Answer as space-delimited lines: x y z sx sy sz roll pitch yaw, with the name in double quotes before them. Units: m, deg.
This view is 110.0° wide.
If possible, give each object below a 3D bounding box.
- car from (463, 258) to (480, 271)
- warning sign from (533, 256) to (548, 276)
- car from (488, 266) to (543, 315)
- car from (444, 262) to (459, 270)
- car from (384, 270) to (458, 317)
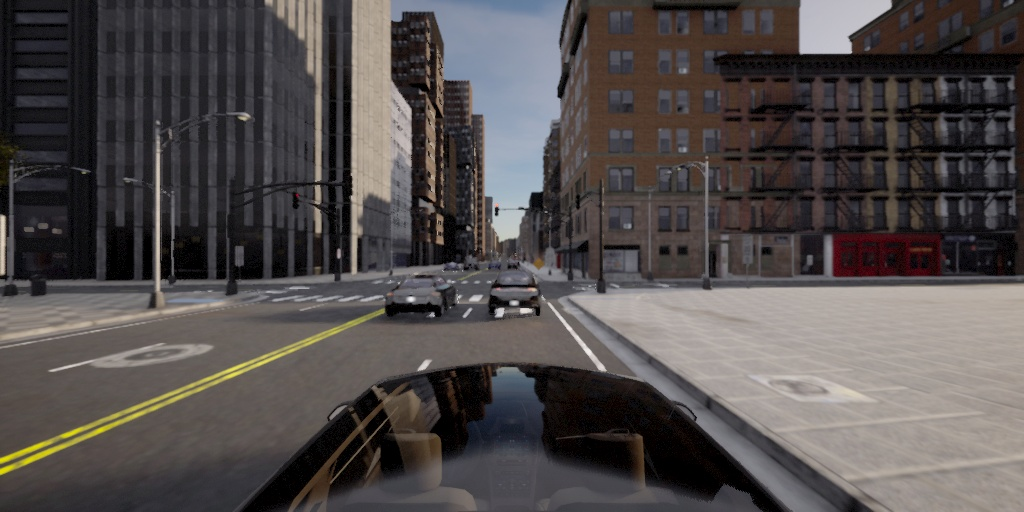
"car" -6.544 1.379 58.325 2.150 2.045 5.566 0 0 1
"warning sign" 2.857 1.124 38.165 1.300 1.860 1.060 0 0 0
"car" 0.171 1.327 13.970 2.128 1.511 4.902 0 0 2
"car" -9.794 1.683 58.191 1.812 1.442 4.674 0 0 0
"car" -3.310 1.397 13.714 1.994 1.385 4.181 0 0 -1
